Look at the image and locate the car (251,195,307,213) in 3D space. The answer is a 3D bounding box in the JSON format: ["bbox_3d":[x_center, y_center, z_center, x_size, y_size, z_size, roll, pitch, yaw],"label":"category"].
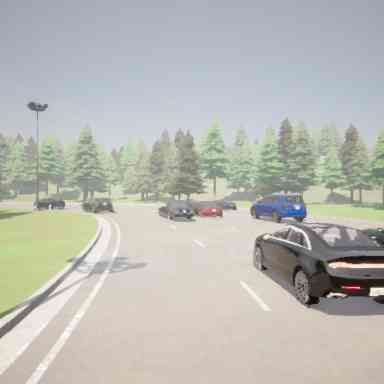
[{"bbox_3d":[6.602,1.221,25.837,2.150,2.045,5.566,0,0,-17],"label":"car"}]

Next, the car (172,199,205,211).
[{"bbox_3d":[-0.530,1.563,41.165,1.994,1.385,4.181,0,0,-37],"label":"car"}]

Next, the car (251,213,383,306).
[{"bbox_3d":[2.944,1.491,8.103,2.128,1.511,4.902,0,0,-6],"label":"car"}]

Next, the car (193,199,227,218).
[{"bbox_3d":[1.153,1.564,30.693,1.994,1.385,4.181,0,0,-22],"label":"car"}]

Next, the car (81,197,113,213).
[{"bbox_3d":[-10.451,1.352,36.487,2.097,1.767,4.553,0,0,-38],"label":"car"}]

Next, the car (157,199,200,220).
[{"bbox_3d":[-1.482,1.548,28.135,2.033,1.411,5.357,0,0,-21],"label":"car"}]

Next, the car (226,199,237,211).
[{"bbox_3d":[3.661,1.564,41.181,1.994,1.385,4.181,0,0,-32],"label":"car"}]

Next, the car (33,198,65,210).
[{"bbox_3d":[-18.846,1.505,43.895,4.892,1.490,1.837,0,0,30],"label":"car"}]
